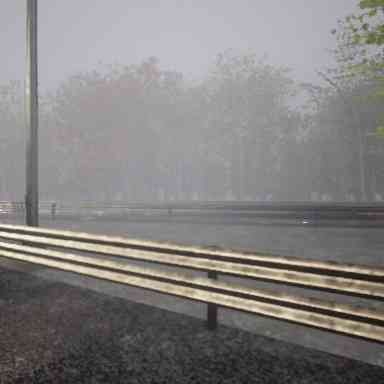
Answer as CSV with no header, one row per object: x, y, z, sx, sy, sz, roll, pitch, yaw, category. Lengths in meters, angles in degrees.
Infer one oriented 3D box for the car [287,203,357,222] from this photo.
10.278,1.622,26.512,5.357,1.411,2.033,0,0,15,car
